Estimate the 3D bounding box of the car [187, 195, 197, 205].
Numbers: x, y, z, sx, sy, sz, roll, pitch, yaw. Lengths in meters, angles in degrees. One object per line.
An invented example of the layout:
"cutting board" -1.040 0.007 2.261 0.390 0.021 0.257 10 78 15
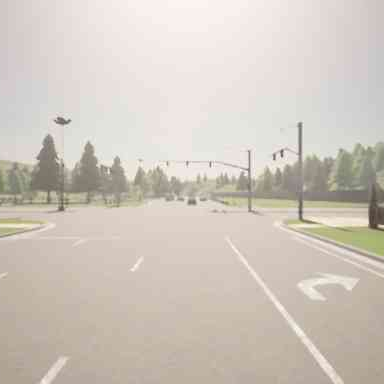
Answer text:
"car" -0.012 1.907 69.130 1.882 1.535 5.008 0 0 0
